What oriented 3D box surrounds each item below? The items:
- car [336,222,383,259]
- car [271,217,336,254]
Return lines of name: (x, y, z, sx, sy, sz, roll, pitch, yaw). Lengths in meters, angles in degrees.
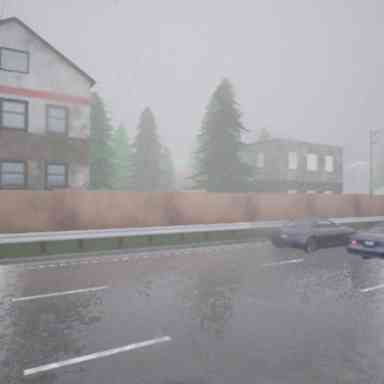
car: (8.044, 1.789, 12.393, 5.357, 1.411, 2.033, 1, -1, -31)
car: (5.566, 1.844, 14.983, 4.181, 1.385, 1.994, 1, -1, -31)
